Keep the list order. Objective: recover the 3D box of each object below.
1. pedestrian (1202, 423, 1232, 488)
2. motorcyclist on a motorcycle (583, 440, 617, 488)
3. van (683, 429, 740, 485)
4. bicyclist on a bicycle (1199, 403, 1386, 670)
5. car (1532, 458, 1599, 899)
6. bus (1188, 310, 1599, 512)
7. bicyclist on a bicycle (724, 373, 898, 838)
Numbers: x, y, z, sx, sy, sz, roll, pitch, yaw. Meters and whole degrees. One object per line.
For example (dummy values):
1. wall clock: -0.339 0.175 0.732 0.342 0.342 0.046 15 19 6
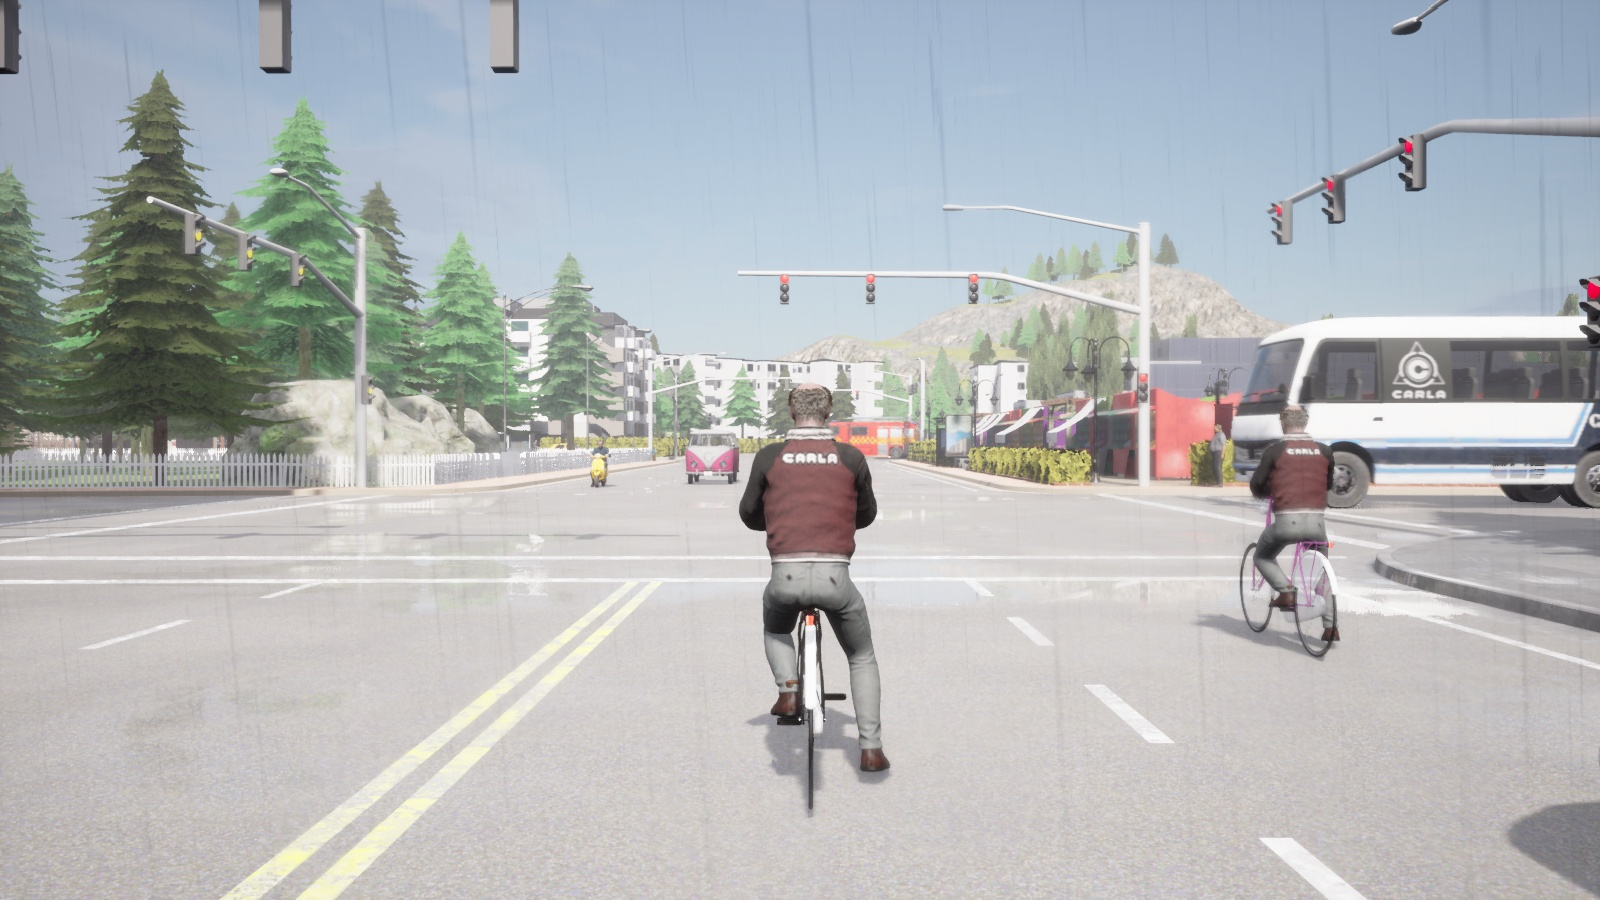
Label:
1. pedestrian: 11.835 0.153 35.629 0.694 1.848 0.540 0 0 2
2. motorcyclist on a motorcycle: -6.760 0.454 42.533 0.866 1.590 1.817 0 0 0
3. van: -3.237 0.233 46.760 1.775 1.987 4.442 0 0 0
4. bicyclist on a bicycle: 3.564 0.568 9.269 0.659 1.776 1.843 0 1 0
5. car: 3.526 0.763 2.164 1.812 1.442 4.674 0 0 0
6. bus: 14.541 -0.834 28.420 10.273 4.253 3.944 0 0 0
7. bicyclist on a bicycle: 0.046 0.585 5.708 0.659 1.776 1.843 0 1 0
